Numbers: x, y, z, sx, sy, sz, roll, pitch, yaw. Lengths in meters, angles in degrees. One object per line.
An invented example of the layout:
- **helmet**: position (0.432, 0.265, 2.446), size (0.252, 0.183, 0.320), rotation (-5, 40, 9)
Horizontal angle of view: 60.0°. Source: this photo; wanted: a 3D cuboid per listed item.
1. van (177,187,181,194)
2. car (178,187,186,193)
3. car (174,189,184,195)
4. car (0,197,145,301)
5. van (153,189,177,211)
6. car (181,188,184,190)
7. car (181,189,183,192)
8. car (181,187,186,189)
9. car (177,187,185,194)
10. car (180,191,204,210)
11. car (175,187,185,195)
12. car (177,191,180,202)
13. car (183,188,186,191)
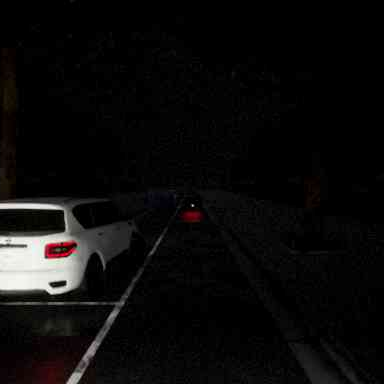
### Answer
- **van**: position (-2.657, 0.552, 42.457), size (1.690, 1.788, 3.998), rotation (1, 1, 0)
- **car**: position (-2.691, -0.587, 86.763), size (1.967, 1.590, 4.097), rotation (1, 1, 0)
- **car**: position (-2.678, -0.013, 70.154), size (1.802, 1.307, 4.206), rotation (1, 2, 0)
- **car**: position (-2.884, 1.114, 8.225), size (2.150, 2.045, 5.566), rotation (0, 1, 4)
- **van**: position (-2.654, 0.826, 31.370), size (1.690, 1.788, 3.998), rotation (0, 1, 0)
- **car**: position (-2.664, 0.471, 53.544), size (1.802, 1.307, 4.206), rotation (1, 2, 0)
- **car**: position (-2.662, 0.621, 48.006), size (1.947, 1.339, 4.313), rotation (1, 2, 0)
- **car**: position (-2.673, 0.127, 64.616), size (1.947, 1.339, 4.313), rotation (1, 2, 0)
- **car**: position (-2.687, -0.359, 81.057), size (1.752, 1.417, 4.829), rotation (1, 1, 0)
- **car**: position (0.067, 0.948, 33.161), size (1.837, 1.490, 4.892), rotation (0, 1, 0)
- **car**: position (-2.681, -0.304, 75.688), size (1.967, 1.590, 4.097), rotation (1, 2, 0)
- **car**: position (-2.657, 0.905, 36.919), size (2.008, 1.369, 4.403), rotation (1, 1, 0)
- **car**: position (0.055, 0.563, 47.977), size (1.837, 1.490, 4.892), rotation (0, 2, 0)
